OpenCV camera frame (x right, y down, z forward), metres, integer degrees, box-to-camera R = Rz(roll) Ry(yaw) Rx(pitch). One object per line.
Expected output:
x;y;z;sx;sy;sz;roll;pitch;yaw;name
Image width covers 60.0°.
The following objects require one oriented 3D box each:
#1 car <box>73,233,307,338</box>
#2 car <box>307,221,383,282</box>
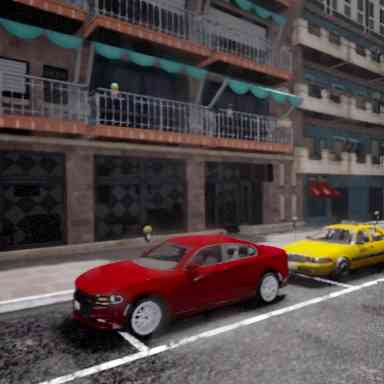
0.014;1.555;6.583;4.507;1.381;1.887;0;-1;-35;car
4.489;1.551;9.775;4.829;1.417;1.752;0;-1;-35;car
